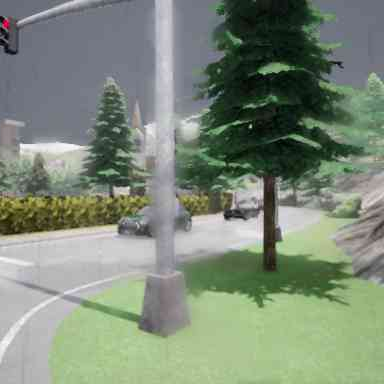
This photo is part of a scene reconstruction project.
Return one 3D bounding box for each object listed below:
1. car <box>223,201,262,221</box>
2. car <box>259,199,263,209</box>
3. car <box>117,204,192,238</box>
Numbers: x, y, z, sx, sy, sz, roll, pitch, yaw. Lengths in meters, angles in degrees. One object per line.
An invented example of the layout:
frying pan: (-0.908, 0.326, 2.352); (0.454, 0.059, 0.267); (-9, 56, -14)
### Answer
car: (4.182, 1.688, 28.059); (1.895, 1.301, 4.718); (0, 0, 26)
car: (9.435, 1.625, 43.383); (1.837, 1.490, 4.892); (0, -1, 12)
car: (-1.945, 1.434, 18.297); (2.097, 1.767, 4.553); (0, 0, 34)
